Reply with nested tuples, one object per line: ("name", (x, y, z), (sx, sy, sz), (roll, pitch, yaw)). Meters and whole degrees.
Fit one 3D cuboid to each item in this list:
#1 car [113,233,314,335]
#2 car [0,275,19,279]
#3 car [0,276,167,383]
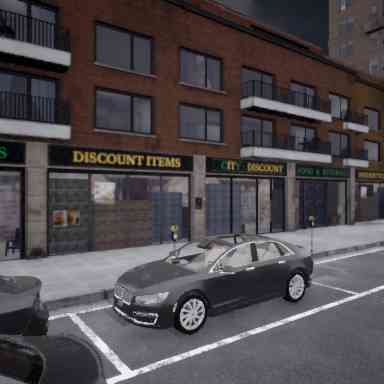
("car", (0.623, 1.550, 6.628), (4.403, 1.369, 2.008), (0, 0, -35))
("car", (-3.873, 1.551, 3.427), (4.403, 1.369, 2.008), (0, 0, -35))
("car", (-2.553, 1.526, 1.251), (4.674, 1.442, 1.812), (0, 0, -35))
